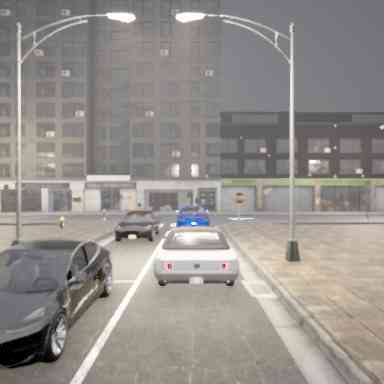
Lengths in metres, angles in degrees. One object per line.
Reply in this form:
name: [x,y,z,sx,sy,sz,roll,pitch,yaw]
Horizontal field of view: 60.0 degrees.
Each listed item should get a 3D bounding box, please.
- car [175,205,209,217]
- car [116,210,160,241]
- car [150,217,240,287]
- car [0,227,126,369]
car: [0.008,1.537,20.212,1.882,1.535,5.008,0,0,-2]
car: [-2.635,1.615,16.837,1.947,1.339,4.313,0,0,0]
car: [0.102,1.628,9.396,1.895,1.301,4.718,0,0,0]
car: [-2.638,1.584,5.933,1.947,1.339,4.313,0,0,0]
